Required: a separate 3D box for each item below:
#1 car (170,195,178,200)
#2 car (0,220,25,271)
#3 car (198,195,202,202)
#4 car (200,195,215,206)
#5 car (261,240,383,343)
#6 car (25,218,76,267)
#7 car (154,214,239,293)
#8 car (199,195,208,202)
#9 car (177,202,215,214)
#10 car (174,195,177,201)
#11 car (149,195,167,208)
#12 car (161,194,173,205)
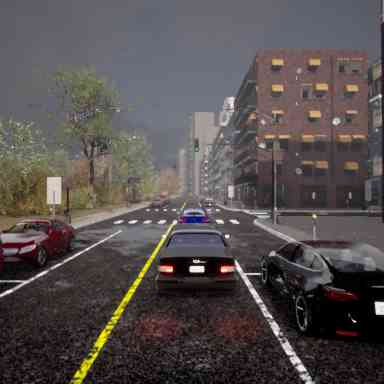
[{"bbox_3d":[-5.241,1.626,94.881,2.008,1.369,4.403,1,0,0],"label":"car"},{"bbox_3d":[-5.301,1.316,5.702,2.192,1.841,5.009,1,0,0],"label":"car"},{"bbox_3d":[2.620,1.621,67.319,1.802,1.307,4.206,1,0,0],"label":"car"},{"bbox_3d":[2.608,1.574,50.270,2.008,1.369,4.403,1,0,0],"label":"car"},{"bbox_3d":[2.578,1.567,6.453,1.947,1.339,4.313,1,0,0],"label":"car"},{"bbox_3d":[-5.299,1.585,11.357,1.802,1.307,4.206,1,0,0],"label":"car"},{"bbox_3d":[0.106,1.550,8.984,2.033,1.411,5.357,0,0,0],"label":"car"},{"bbox_3d":[2.629,1.492,78.686,1.967,1.590,4.097,1,0,0],"label":"car"},{"bbox_3d":[0.121,1.530,18.574,1.812,1.442,4.674,0,0,0],"label":"car"},{"bbox_3d":[-5.249,1.609,83.528,2.008,1.369,4.403,1,0,0],"label":"car"},{"bbox_3d":[-5.272,1.567,49.472,1.887,1.381,4.507,1,0,0],"label":"car"},{"bbox_3d":[-5.262,1.347,60.824,2.192,1.841,5.009,1,0,0],"label":"car"}]
